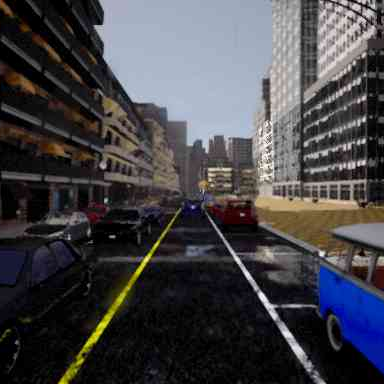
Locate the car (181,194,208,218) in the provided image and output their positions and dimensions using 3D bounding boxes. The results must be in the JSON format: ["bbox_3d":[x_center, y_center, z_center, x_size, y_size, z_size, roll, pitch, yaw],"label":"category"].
[{"bbox_3d":[0.097,1.330,30.004,2.097,1.767,4.553,0,0,0],"label":"car"}]

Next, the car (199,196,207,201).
[{"bbox_3d":[2.674,1.570,80.852,1.802,1.307,4.206,0,0,0],"label":"car"}]

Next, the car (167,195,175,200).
[{"bbox_3d":[-5.708,1.548,91.904,2.008,1.369,4.403,0,0,0],"label":"car"}]

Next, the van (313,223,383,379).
[{"bbox_3d":[2.684,1.337,3.478,1.690,1.788,3.998,0,0,0],"label":"van"}]

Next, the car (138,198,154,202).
[{"bbox_3d":[-5.701,1.415,36.637,1.967,1.590,4.097,0,0,0],"label":"car"}]

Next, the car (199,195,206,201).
[{"bbox_3d":[2.673,1.575,86.378,1.802,1.307,4.206,0,0,0],"label":"car"}]

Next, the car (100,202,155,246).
[{"bbox_3d":[-3.095,1.463,15.467,1.882,1.535,5.008,0,0,0],"label":"car"}]

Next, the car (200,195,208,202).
[{"bbox_3d":[2.674,1.510,75.495,1.752,1.417,4.829,0,0,0],"label":"car"}]

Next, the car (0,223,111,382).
[{"bbox_3d":[-3.102,1.541,5.666,2.033,1.411,5.357,0,0,0],"label":"car"}]

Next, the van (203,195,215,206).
[{"bbox_3d":[2.677,1.315,53.217,1.690,1.788,3.998,0,0,0],"label":"van"}]

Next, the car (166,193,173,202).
[{"bbox_3d":[-5.705,1.525,69.797,1.887,1.381,4.507,0,0,0],"label":"car"}]

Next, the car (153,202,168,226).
[{"bbox_3d":[-3.003,1.581,23.078,1.895,1.301,4.718,0,0,0],"label":"car"}]

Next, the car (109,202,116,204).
[{"bbox_3d":[-5.697,1.527,20.056,1.887,1.381,4.507,0,0,0],"label":"car"}]

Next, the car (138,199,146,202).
[{"bbox_3d":[-5.699,1.559,31.111,1.802,1.307,4.206,0,0,0],"label":"car"}]

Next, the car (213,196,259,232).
[{"bbox_3d":[2.682,1.298,20.058,2.192,1.841,5.009,0,0,0],"label":"car"}]

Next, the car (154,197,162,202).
[{"bbox_3d":[-5.701,1.498,47.521,1.752,1.417,4.829,0,0,0],"label":"car"}]

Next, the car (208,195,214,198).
[{"bbox_3d":[2.679,1.499,47.862,1.752,1.417,4.829,0,0,0],"label":"car"}]

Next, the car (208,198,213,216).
[{"bbox_3d":[2.681,1.522,31.112,1.887,1.381,4.507,0,0,0],"label":"car"}]

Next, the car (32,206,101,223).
[{"bbox_3d":[-5.696,1.537,14.531,2.008,1.369,4.403,0,0,0],"label":"car"}]

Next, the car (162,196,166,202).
[{"bbox_3d":[-5.702,1.518,53.216,1.887,1.381,4.507,0,0,0],"label":"car"}]

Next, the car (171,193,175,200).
[{"bbox_3d":[-5.707,1.513,80.681,1.752,1.417,4.829,0,0,0],"label":"car"}]

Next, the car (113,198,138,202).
[{"bbox_3d":[-5.699,1.420,25.584,1.967,1.590,4.097,0,0,0],"label":"car"}]

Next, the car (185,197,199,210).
[{"bbox_3d":[0.058,1.480,45.130,1.837,1.490,4.892,0,1,0],"label":"car"}]

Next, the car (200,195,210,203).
[{"bbox_3d":[2.675,1.421,69.798,1.967,1.590,4.097,0,0,0],"label":"car"}]
